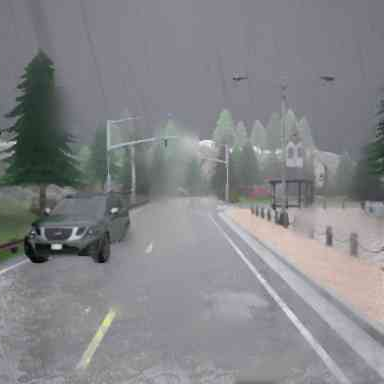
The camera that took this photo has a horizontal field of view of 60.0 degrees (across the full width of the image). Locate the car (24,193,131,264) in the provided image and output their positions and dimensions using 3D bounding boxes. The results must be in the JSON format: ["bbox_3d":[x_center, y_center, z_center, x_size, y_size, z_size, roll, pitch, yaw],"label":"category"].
[{"bbox_3d":[-3.617,1.070,11.681,2.150,2.045,5.566,0,1,0],"label":"car"}]
